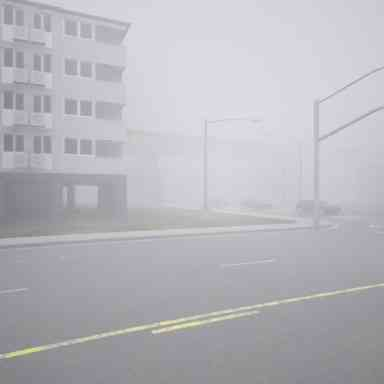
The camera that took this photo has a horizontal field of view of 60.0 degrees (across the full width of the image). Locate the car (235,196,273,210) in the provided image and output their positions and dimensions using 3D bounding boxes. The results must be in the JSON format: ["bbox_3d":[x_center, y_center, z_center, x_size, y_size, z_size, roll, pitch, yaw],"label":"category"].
[{"bbox_3d":[8.147,1.547,42.841,2.033,1.411,5.357,0,0,-26],"label":"car"}]

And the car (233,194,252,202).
[{"bbox_3d":[11.082,1.540,75.343,2.033,1.411,5.357,0,0,41],"label":"car"}]

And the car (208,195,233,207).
[{"bbox_3d":[4.040,1.491,52.431,2.128,1.511,4.902,0,0,-19],"label":"car"}]

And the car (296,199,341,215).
[{"bbox_3d":[12.627,1.505,33.521,1.837,1.490,4.892,0,0,-25],"label":"car"}]
